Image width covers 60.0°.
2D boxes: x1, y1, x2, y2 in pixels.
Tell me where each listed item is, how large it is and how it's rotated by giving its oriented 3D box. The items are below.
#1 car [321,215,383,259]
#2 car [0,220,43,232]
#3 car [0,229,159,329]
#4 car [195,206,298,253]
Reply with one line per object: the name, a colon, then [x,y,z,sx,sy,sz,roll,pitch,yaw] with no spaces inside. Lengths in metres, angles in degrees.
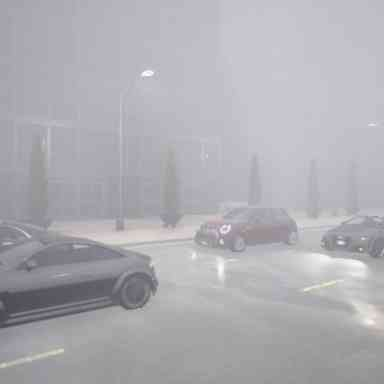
car: [6.907,1.615,12.862,4.181,1.385,1.994,0,0,-34]
car: [-5.839,1.504,8.493,4.892,1.490,1.837,1,0,-34]
car: [-2.749,1.567,6.330,4.181,1.385,1.994,0,0,-34]
car: [2.346,1.391,14.002,4.553,1.767,2.097,1,0,-34]
